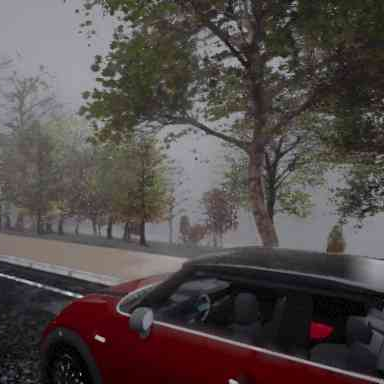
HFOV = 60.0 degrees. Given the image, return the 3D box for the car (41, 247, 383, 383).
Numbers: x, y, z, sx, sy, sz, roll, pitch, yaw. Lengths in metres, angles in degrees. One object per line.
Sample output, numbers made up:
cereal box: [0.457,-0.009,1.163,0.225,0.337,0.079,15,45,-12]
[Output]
car: [0.502,1.364,3.326,4.553,1.767,2.097,-1,0,35]
